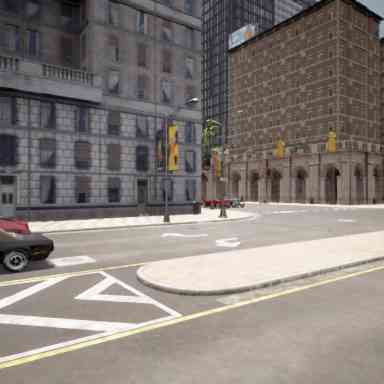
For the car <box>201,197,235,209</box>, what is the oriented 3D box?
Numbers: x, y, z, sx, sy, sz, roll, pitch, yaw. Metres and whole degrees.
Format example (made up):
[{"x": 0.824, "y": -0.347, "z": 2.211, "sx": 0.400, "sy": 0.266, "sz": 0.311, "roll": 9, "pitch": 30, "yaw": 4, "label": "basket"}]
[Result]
[{"x": 3.279, "y": 1.474, "z": 46.419, "sx": 1.882, "sy": 1.535, "sz": 5.008, "roll": 0, "pitch": 0, "yaw": -35, "label": "car"}]

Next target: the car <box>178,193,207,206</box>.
[{"x": 0.002, "y": 1.217, "z": 57.252, "sx": 2.150, "sy": 2.045, "sz": 5.566, "roll": 0, "pitch": 0, "yaw": -34, "label": "car"}]

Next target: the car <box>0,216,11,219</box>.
[{"x": -8.443, "y": 1.526, "z": 12.113, "sx": 4.674, "sy": 1.442, "sz": 1.812, "roll": 0, "pitch": 0, "yaw": -35, "label": "car"}]

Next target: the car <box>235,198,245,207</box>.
[{"x": 5.710, "y": 1.487, "z": 49.049, "sx": 2.128, "sy": 1.511, "sz": 4.902, "roll": 0, "pitch": 0, "yaw": -35, "label": "car"}]

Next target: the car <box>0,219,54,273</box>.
[{"x": -6.499, "y": 1.601, "z": 9.208, "sx": 4.718, "sy": 1.301, "sz": 1.895, "roll": 0, "pitch": 0, "yaw": -35, "label": "car"}]
